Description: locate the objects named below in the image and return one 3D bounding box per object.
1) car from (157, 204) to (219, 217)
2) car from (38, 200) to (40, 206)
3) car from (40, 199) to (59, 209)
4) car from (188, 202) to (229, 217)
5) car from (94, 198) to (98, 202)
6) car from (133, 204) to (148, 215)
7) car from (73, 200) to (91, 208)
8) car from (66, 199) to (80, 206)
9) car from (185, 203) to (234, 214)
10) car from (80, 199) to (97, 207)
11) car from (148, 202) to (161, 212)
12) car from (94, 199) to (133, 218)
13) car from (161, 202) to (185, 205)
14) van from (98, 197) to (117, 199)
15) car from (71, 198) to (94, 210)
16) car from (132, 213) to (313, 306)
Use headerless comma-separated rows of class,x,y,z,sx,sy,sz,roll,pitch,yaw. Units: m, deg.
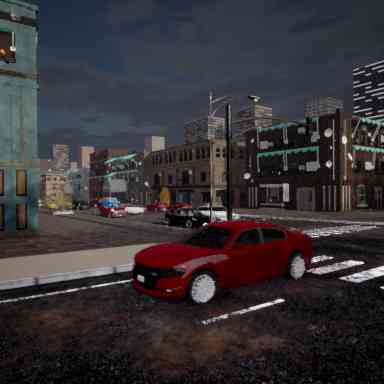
car,-0.384,1.814,23.849,1.947,1.339,4.313,-2,0,-36
car,-30.900,2.375,66.721,2.008,1.369,4.403,-1,0,-36
car,-24.361,2.232,57.578,1.752,1.417,4.829,-1,0,-36
car,1.677,1.809,35.581,2.008,1.369,4.403,-2,0,-36
car,-17.650,1.939,62.593,2.192,1.841,5.009,-1,0,-36
car,-7.284,2.001,38.178,1.895,1.301,4.718,-1,0,-36
car,-20.586,2.229,62.268,1.994,1.385,4.181,-1,0,-36
car,-27.305,2.363,76.100,1.947,1.339,4.313,-1,0,-36
car,1.695,1.749,25.614,1.812,1.442,4.674,-1,0,-36
car,-20.864,2.227,67.095,1.887,1.381,4.507,-1,0,-36
car,-4.762,1.966,44.585,1.802,1.307,4.206,-2,0,-36
car,-8.361,1.846,35.206,1.967,1.590,4.097,-1,0,-36
car,-1.543,1.903,40.084,1.802,1.307,4.206,-2,0,-36
van,-14.429,1.906,58.091,1.690,1.788,3.998,-1,0,-36
car,-17.813,2.098,53.063,1.882,1.535,5.008,-1,0,-36
car,0.959,1.476,8.251,5.008,1.535,1.882,0,1,-37
